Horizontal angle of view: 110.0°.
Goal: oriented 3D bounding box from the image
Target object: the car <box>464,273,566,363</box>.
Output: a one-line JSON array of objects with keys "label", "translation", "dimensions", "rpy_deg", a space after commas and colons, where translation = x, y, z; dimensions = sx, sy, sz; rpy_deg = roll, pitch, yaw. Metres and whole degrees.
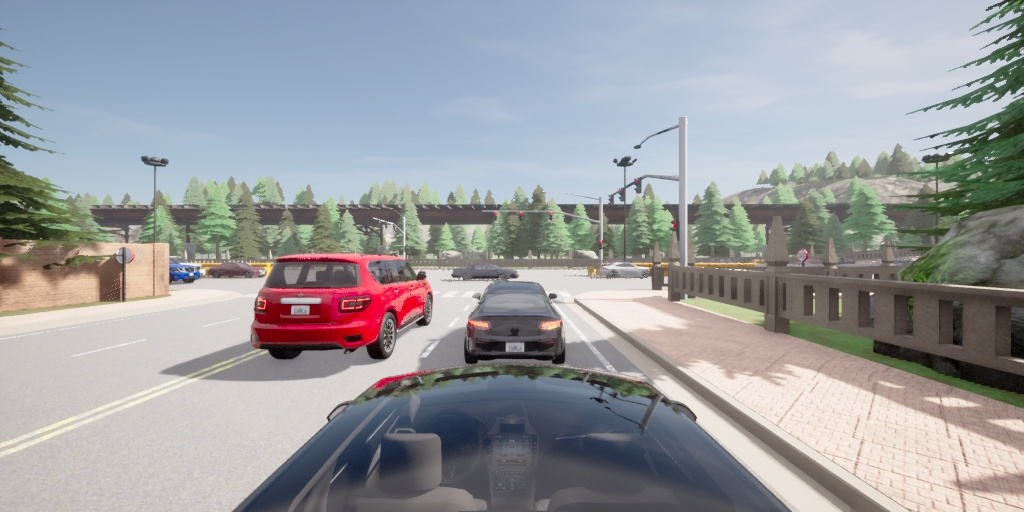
[{"label": "car", "translation": [0.063, 1.276, 7.963], "dimensions": [1.812, 1.442, 4.674], "rpy_deg": [0, 0, 0]}]

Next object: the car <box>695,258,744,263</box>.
[{"label": "car", "translation": [22.433, 1.102, 39.573], "dimensions": [4.553, 1.767, 2.097], "rpy_deg": [0, 0, 0]}]

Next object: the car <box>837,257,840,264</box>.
[{"label": "car", "translation": [35.687, 1.141, 43.050], "dimensions": [5.008, 1.535, 1.882], "rpy_deg": [-1, 0, 0]}]

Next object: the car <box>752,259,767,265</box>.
[{"label": "car", "translation": [31.746, 1.210, 46.553], "dimensions": [5.008, 1.535, 1.882], "rpy_deg": [-1, 0, 0]}]

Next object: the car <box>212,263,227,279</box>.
[{"label": "car", "translation": [-24.903, 1.276, 32.582], "dimensions": [4.674, 1.442, 1.812], "rpy_deg": [0, 0, 0]}]

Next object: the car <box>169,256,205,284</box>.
[{"label": "car", "translation": [-25.657, 0.971, 25.580], "dimensions": [5.566, 2.045, 2.150], "rpy_deg": [0, 0, -1]}]

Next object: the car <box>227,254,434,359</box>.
[{"label": "car", "translation": [-3.440, 0.971, 8.515], "dimensions": [2.150, 2.045, 5.566], "rpy_deg": [0, 0, 0]}]

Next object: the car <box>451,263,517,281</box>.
[{"label": "car", "translation": [-2.162, 1.297, 28.979], "dimensions": [5.357, 1.411, 2.033], "rpy_deg": [0, 0, 0]}]

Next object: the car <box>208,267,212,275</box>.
[{"label": "car", "translation": [-28.279, 0.972, 29.097], "dimensions": [5.566, 2.045, 2.150], "rpy_deg": [0, 0, 0]}]

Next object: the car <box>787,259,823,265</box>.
[{"label": "car", "translation": [31.421, 1.337, 39.555], "dimensions": [4.718, 1.301, 1.895], "rpy_deg": [0, 0, 0]}]

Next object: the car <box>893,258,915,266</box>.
[{"label": "car", "translation": [34.006, 1.061, 28.862], "dimensions": [4.553, 1.767, 2.097], "rpy_deg": [-1, 0, 0]}]

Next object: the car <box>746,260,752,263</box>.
[{"label": "car", "translation": [25.538, 1.102, 43.064], "dimensions": [4.553, 1.767, 2.097], "rpy_deg": [0, 0, 0]}]

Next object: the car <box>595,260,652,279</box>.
[{"label": "car", "translation": [10.298, 1.275, 32.421], "dimensions": [4.674, 1.442, 1.812], "rpy_deg": [0, 0, 0]}]

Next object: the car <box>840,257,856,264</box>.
[{"label": "car", "translation": [41.608, 0.953, 46.535], "dimensions": [4.892, 1.490, 1.837], "rpy_deg": [-3, 0, 0]}]
